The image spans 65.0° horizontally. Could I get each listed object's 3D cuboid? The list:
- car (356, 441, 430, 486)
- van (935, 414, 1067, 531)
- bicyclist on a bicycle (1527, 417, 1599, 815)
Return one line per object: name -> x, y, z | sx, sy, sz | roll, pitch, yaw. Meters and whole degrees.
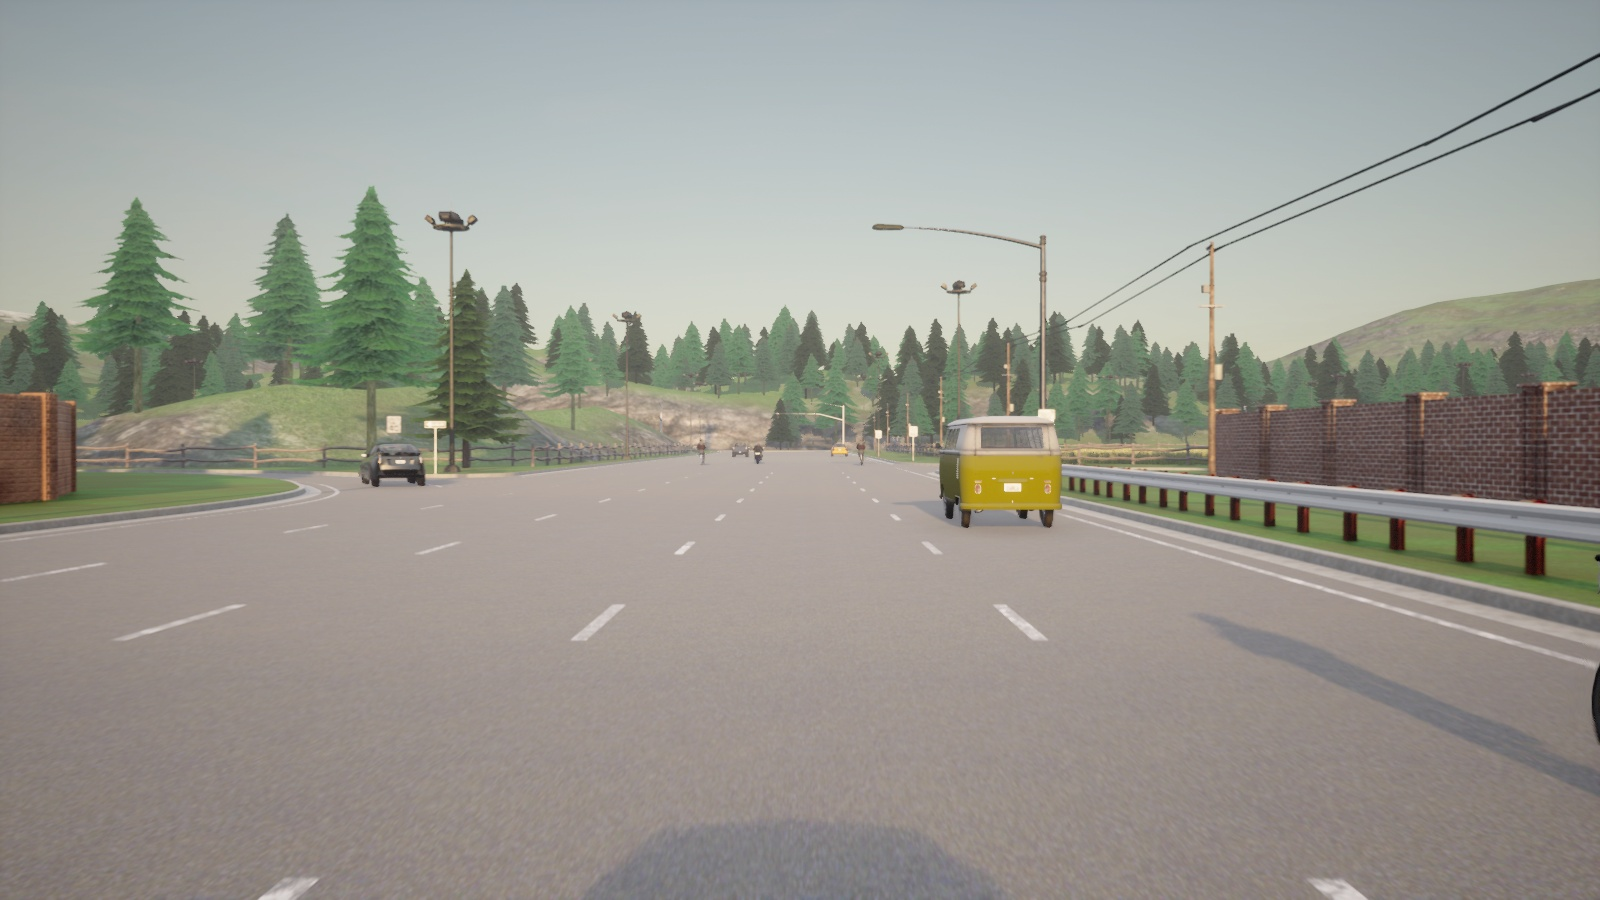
car -> -14.603, 0.428, 44.925 | 2.007, 1.525, 4.514 | 0, 0, -25
van -> 3.648, 0.370, 23.530 | 1.775, 1.987, 4.442 | 0, 0, 0
bicyclist on a bicycle -> 3.542, 0.675, 4.794 | 0.582, 1.620, 1.656 | 0, 0, 0
